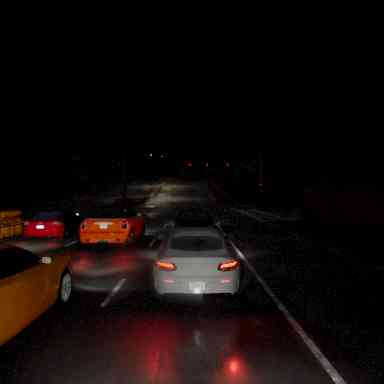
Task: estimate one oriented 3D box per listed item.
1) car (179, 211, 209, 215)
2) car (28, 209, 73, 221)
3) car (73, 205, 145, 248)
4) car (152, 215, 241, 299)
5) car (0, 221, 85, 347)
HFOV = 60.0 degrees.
[{"bbox_3d":[0.094,1.601,17.189,1.895,1.301,4.718,0,0,0],"label":"car"},{"bbox_3d":[-6.906,1.564,17.145,1.994,1.385,4.181,0,0,0],"label":"car"},{"bbox_3d":[-3.406,1.352,14.950,2.097,1.767,4.553,0,0,0],"label":"car"},{"bbox_3d":[0.094,1.526,8.301,1.812,1.442,4.674,0,0,0],"label":"car"},{"bbox_3d":[-3.402,1.478,4.977,1.882,1.535,5.008,0,0,0],"label":"car"}]
